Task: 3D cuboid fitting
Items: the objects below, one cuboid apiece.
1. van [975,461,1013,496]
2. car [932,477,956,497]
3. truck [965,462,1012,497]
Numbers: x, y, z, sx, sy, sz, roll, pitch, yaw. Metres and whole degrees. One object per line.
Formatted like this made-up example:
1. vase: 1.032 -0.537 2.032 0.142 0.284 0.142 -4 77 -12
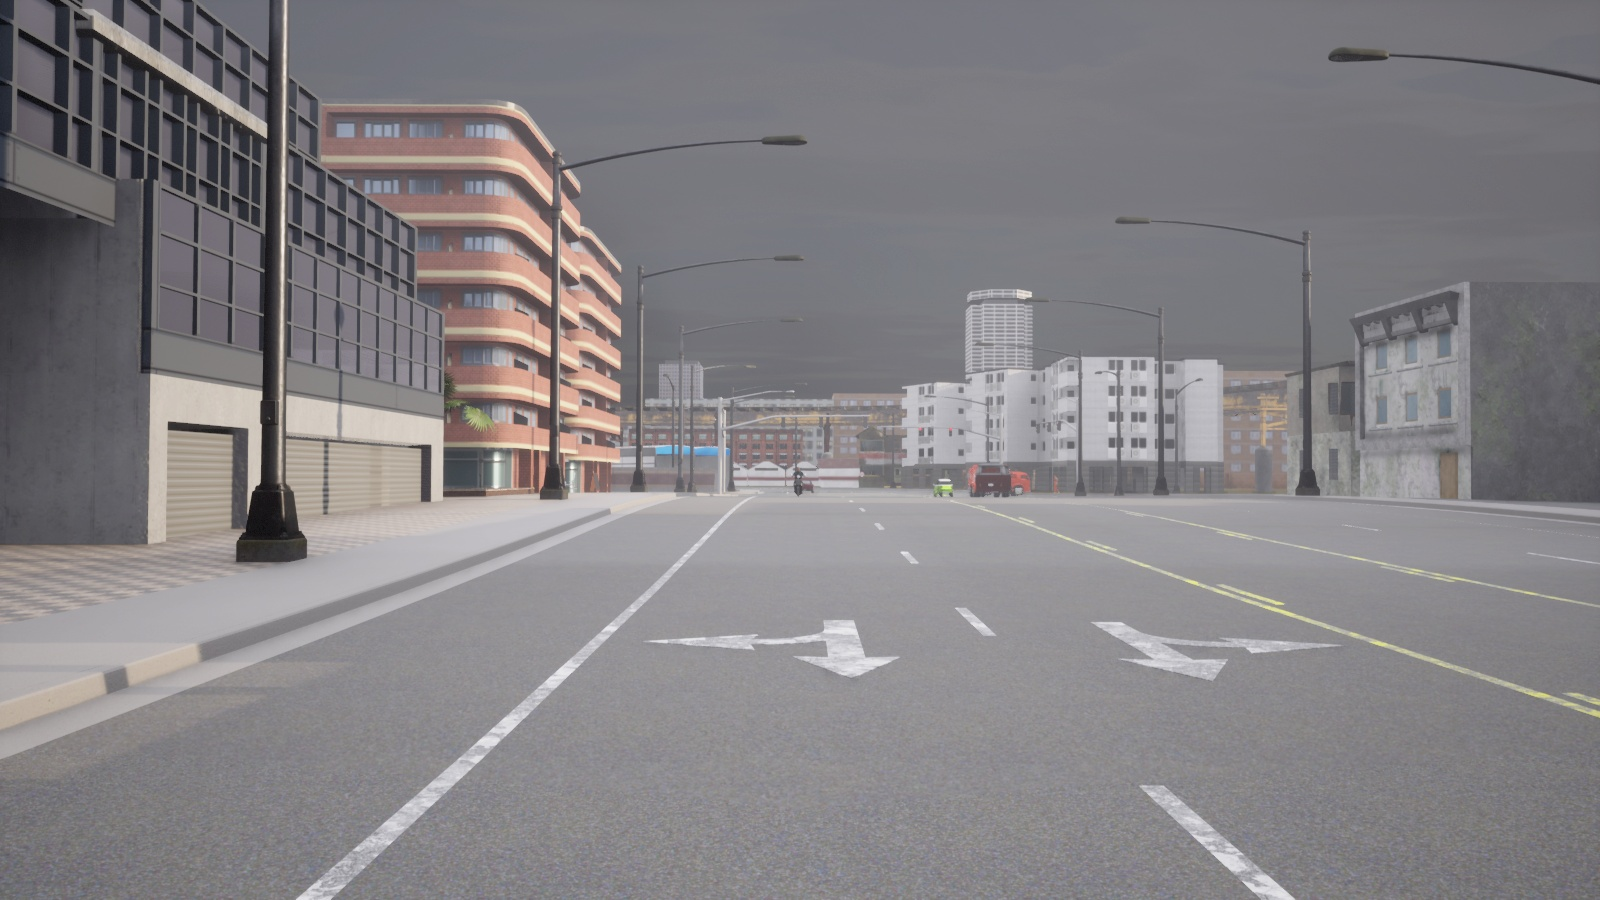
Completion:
1. van: 11.262 1.689 72.694 1.775 1.987 4.442 -1 -2 14
2. car: 10.410 2.680 90.698 1.481 1.376 2.207 0 -2 0
3. truck: 13.898 2.202 92.835 2.627 2.467 5.204 0 -2 0
